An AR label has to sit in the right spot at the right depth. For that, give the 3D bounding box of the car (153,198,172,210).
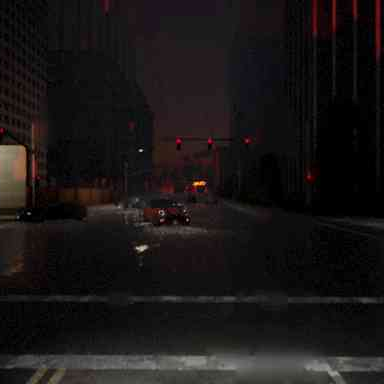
[{"bbox_3d":[-3.640,1.491,41.406,1.895,1.301,4.718,0,0,0],"label":"car"}]

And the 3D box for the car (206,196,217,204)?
[{"bbox_3d":[3.428,1.370,58.860,1.812,1.442,4.674,0,0,0],"label":"car"}]

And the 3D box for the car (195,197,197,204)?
[{"bbox_3d":[-0.072,1.392,58.856,2.033,1.411,5.357,0,0,0],"label":"car"}]

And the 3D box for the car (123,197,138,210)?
[{"bbox_3d":[-7.140,1.385,40.822,2.128,1.511,4.902,0,0,0],"label":"car"}]

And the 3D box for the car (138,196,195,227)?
[{"bbox_3d":[-1.844,1.266,22.242,2.097,1.767,4.553,0,0,-23],"label":"car"}]

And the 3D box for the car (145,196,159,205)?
[{"bbox_3d":[-7.073,1.487,59.070,1.895,1.301,4.718,0,0,0],"label":"car"}]

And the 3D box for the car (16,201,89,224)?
[{"bbox_3d":[-9.820,1.399,23.762,2.128,1.511,4.902,1,1,41],"label":"car"}]

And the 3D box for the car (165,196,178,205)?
[{"bbox_3d":[-3.573,1.455,59.104,1.994,1.385,4.181,0,0,0],"label":"car"}]
